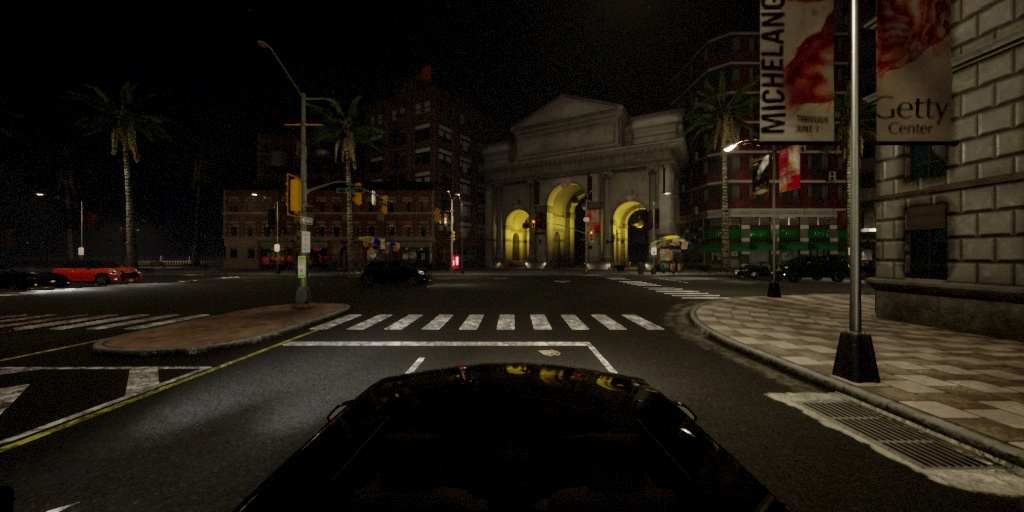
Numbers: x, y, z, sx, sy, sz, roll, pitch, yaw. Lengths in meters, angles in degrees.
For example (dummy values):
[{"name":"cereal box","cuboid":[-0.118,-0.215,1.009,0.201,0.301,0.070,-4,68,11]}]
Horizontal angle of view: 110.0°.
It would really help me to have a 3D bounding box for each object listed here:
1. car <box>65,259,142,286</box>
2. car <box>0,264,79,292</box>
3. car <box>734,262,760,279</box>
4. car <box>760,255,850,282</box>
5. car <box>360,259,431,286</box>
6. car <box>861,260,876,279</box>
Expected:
[{"name":"car","cuboid":[-28.654,1.101,24.872,4.553,1.767,2.097,0,0,0]},{"name":"car","cuboid":[-28.995,1.314,21.215,4.181,1.385,1.994,0,0,3]},{"name":"car","cuboid":[22.314,1.241,31.724,4.902,1.511,2.128,0,0,0]},{"name":"car","cuboid":[23.289,0.971,28.228,5.566,2.045,2.150,0,0,0]},{"name":"car","cuboid":[-7.934,1.102,24.739,4.553,1.767,2.097,0,0,0]},{"name":"car","cuboid":[31.291,1.102,31.558,4.553,1.767,2.097,0,0,2]}]
